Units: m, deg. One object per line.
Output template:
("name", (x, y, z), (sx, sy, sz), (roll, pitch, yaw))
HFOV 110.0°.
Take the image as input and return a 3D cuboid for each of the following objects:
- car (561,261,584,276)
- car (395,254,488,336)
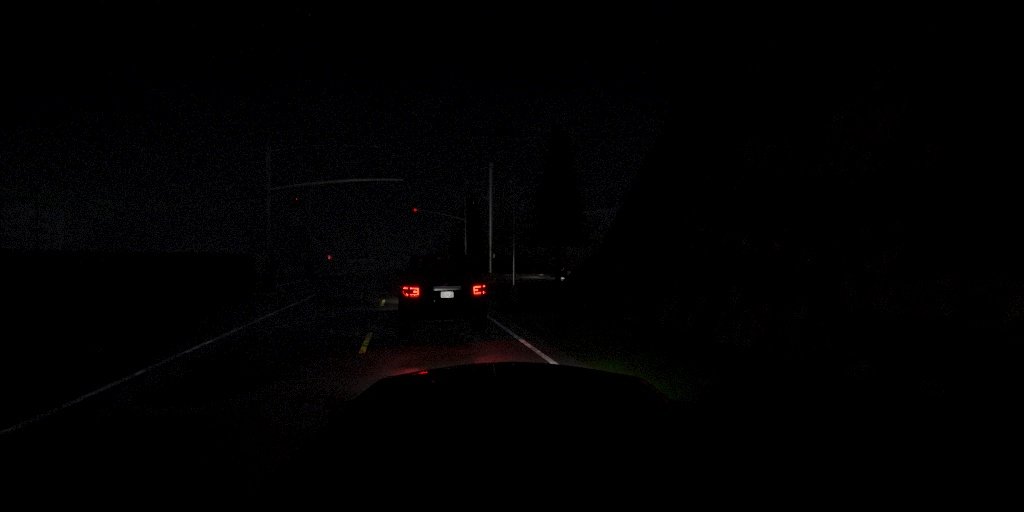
("car", (6.659, 1.227, 35.261), (5.008, 1.535, 1.882), (0, 0, -19))
("car", (-2.230, 0.971, 10.718), (2.150, 2.045, 5.566), (0, 0, -16))
